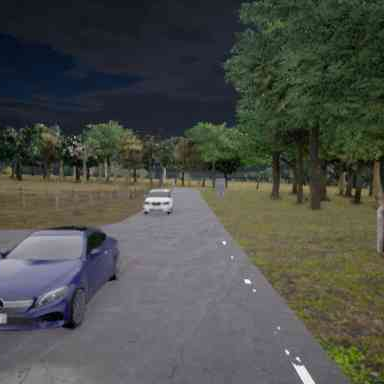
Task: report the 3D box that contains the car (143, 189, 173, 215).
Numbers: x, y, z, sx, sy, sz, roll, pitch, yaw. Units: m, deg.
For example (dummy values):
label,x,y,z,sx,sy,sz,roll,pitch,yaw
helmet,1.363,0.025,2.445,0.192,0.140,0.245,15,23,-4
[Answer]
label,x,y,z,sx,sy,sz,roll,pitch,yaw
car,-2.770,0.804,28.458,2.150,2.045,5.566,0,2,0

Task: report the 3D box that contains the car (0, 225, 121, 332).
label,x,y,z,sx,sy,sz,roll,pitch,yaw
car,-2.750,1.496,7.012,1.812,1.442,4.674,0,1,0
